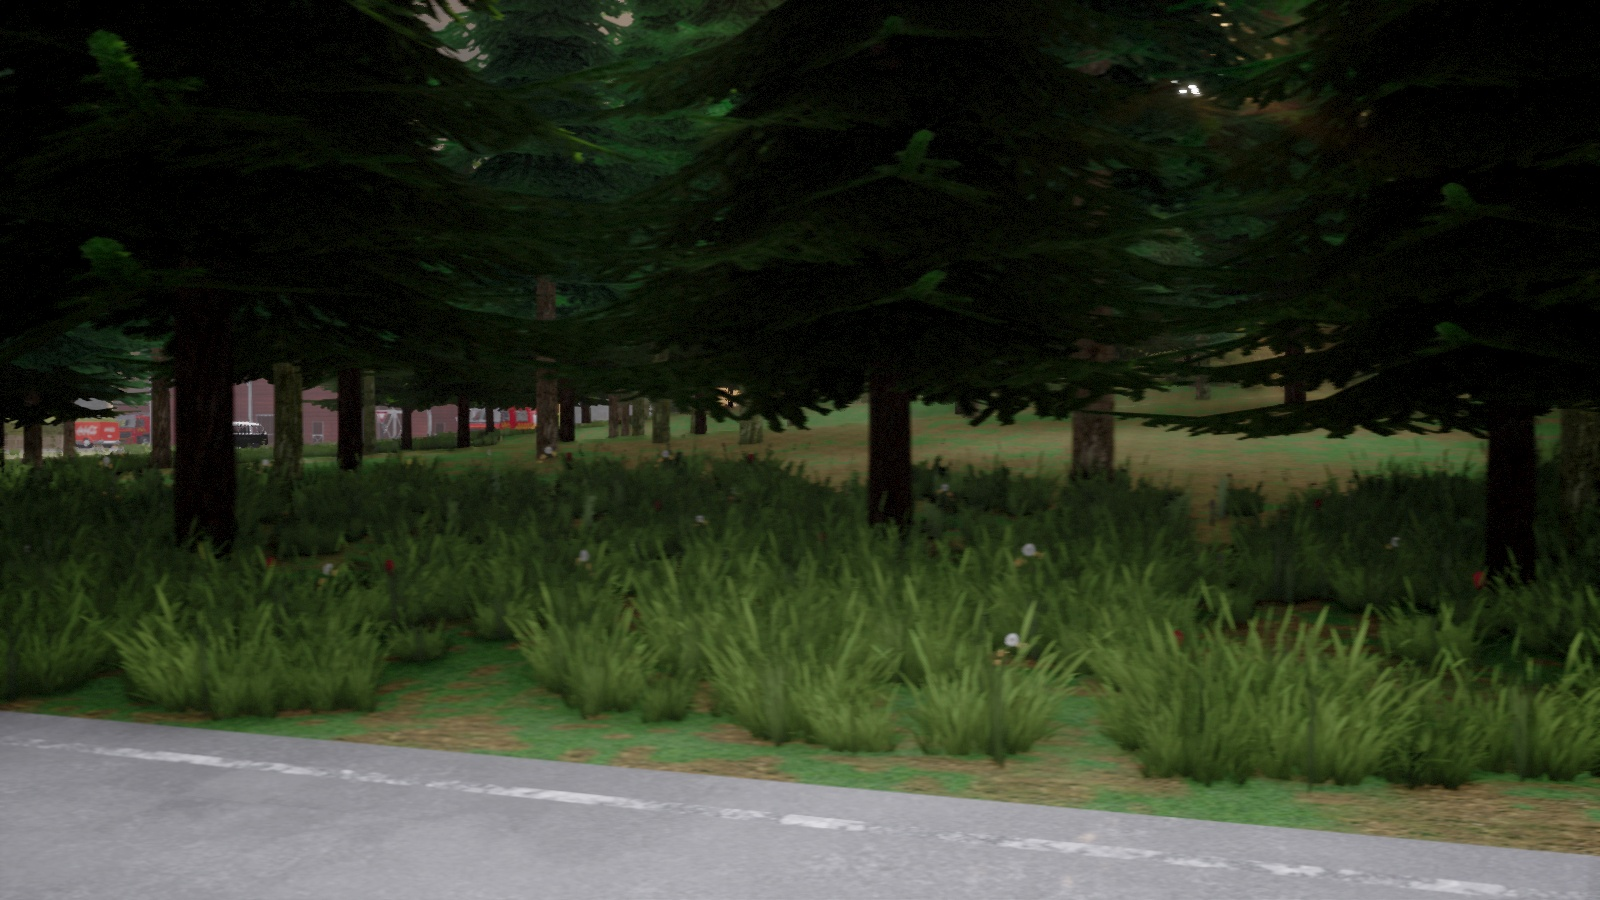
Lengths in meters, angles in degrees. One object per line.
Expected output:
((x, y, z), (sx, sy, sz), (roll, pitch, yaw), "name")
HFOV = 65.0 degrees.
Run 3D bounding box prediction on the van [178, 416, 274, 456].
((-29.951, -0.755, 65.686), (2.069, 2.038, 4.480), (1, 1, 19), "van")
